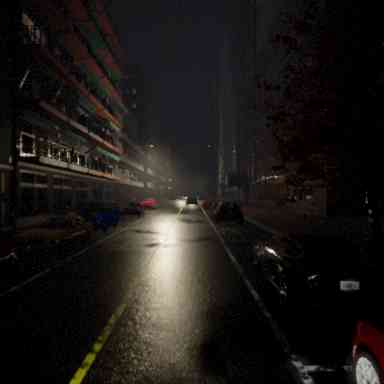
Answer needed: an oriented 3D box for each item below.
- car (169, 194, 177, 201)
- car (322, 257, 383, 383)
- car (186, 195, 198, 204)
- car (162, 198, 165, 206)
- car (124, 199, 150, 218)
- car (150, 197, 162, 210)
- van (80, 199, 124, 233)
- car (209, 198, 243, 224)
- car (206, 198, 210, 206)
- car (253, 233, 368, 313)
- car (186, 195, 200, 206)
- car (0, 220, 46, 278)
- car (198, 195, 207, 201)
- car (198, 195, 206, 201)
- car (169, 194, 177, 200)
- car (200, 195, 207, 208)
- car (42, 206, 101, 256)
[{"bbox_3d":[-5.292,1.504,86.820,1.947,1.339,4.313,1,0,0],"label":"car"},{"bbox_3d":[2.576,1.544,1.850,1.887,1.381,4.507,1,0,0],"label":"car"},{"bbox_3d":[0.009,1.437,64.686,2.128,1.511,4.902,0,0,0],"label":"car"},{"bbox_3d":[-5.298,1.532,47.294,1.947,1.339,4.313,1,0,0],"label":"car"},{"bbox_3d":[-5.301,1.560,30.355,1.802,1.307,4.206,1,0,0],"label":"car"},{"bbox_3d":[-5.299,1.515,41.648,1.887,1.381,4.507,1,0,0],"label":"car"},{"bbox_3d":[-5.299,1.328,19.061,1.690,1.788,3.998,1,0,0],"label":"van"},{"bbox_3d":[2.581,1.423,24.461,1.967,1.590,4.097,1,0,0],"label":"car"},{"bbox_3d":[2.580,1.523,30.114,1.887,1.381,4.507,1,0,0],"label":"car"},{"bbox_3d":[2.577,1.561,7.503,1.947,1.339,4.313,1,0,0],"label":"car"},{"bbox_3d":[0.009,1.524,54.791,1.994,1.385,4.181,0,0,0],"label":"car"},{"bbox_3d":[-5.304,1.577,7.769,1.802,1.307,4.206,1,0,0],"label":"car"},{"bbox_3d":[2.587,1.492,80.986,2.008,1.369,4.403,1,0,0],"label":"car"},{"bbox_3d":[2.588,1.463,86.808,1.752,1.417,4.829,1,0,0],"label":"car"},{"bbox_3d":[-5.290,1.374,92.466,1.967,1.590,4.097,1,0,0],"label":"car"},{"bbox_3d":[2.582,1.511,47.071,1.887,1.381,4.507,1,0,0],"label":"car"},{"bbox_3d":[-5.302,1.517,13.245,1.752,1.417,4.829,1,0,0],"label":"car"}]
